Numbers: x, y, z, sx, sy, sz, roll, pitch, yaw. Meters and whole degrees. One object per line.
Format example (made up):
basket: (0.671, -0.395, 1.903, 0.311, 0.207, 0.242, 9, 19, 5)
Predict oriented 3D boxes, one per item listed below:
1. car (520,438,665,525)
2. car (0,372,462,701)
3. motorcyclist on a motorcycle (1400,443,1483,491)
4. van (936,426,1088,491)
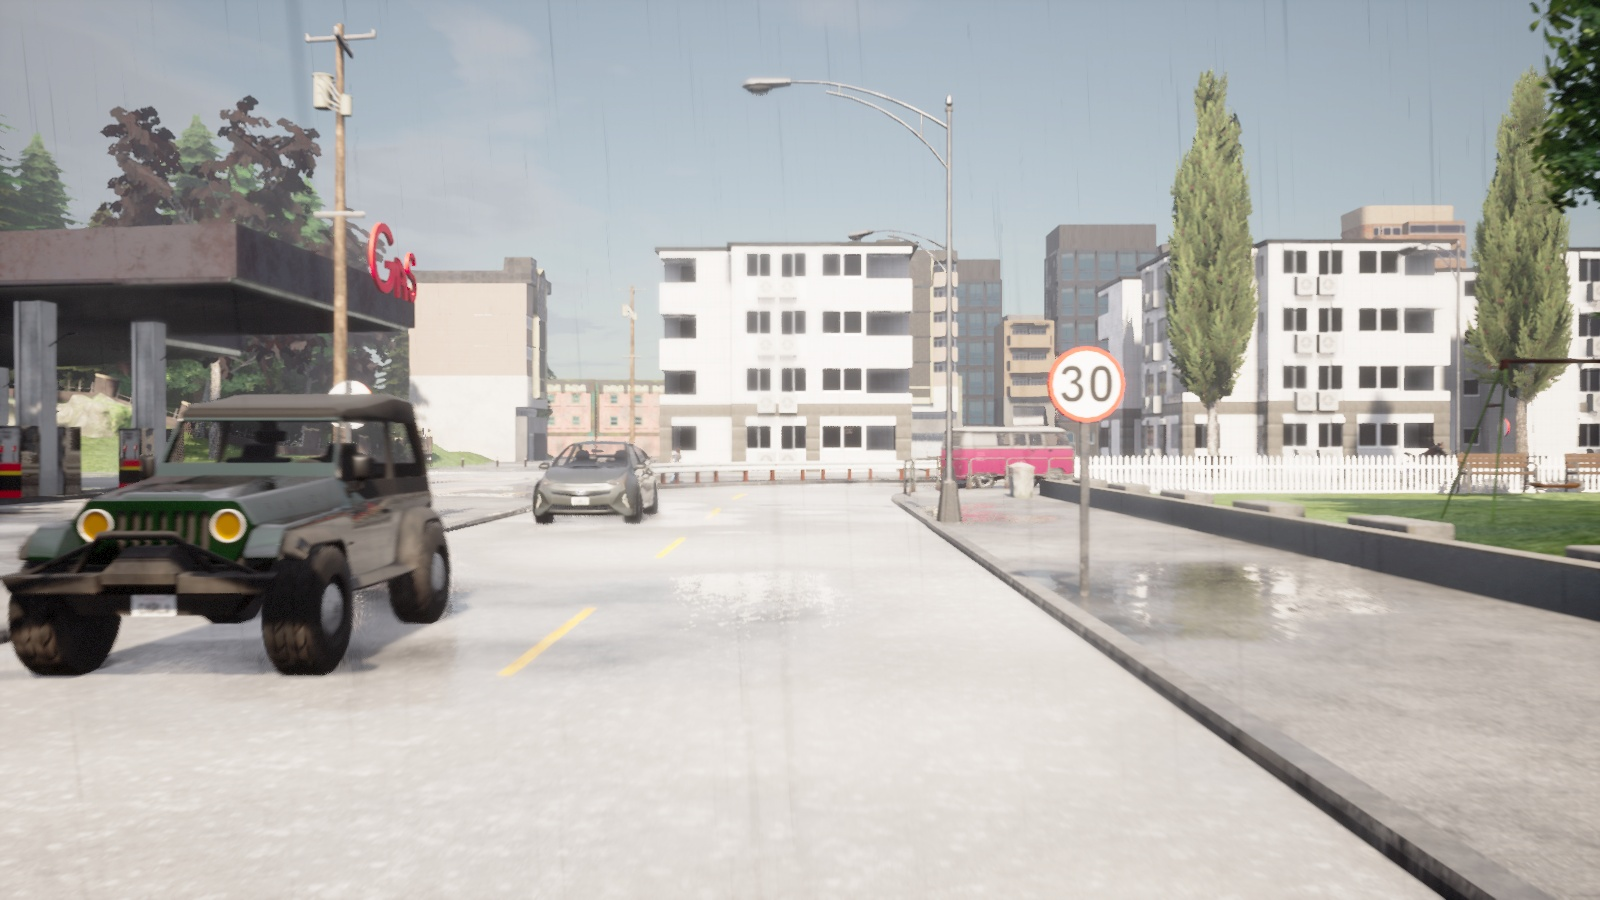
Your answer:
car: (-3.855, 0.534, 24.132, 2.007, 1.525, 4.514, 0, 0, 0)
car: (-3.933, 0.480, 9.099, 1.905, 1.878, 3.866, 0, 0, 0)
motorcyclist on a motorcycle: (20.527, 0.537, 40.197, 2.191, 1.530, 0.866, 0, 0, 1)
van: (6.722, 0.247, 39.822, 4.442, 1.987, 1.775, 0, 0, -21)
